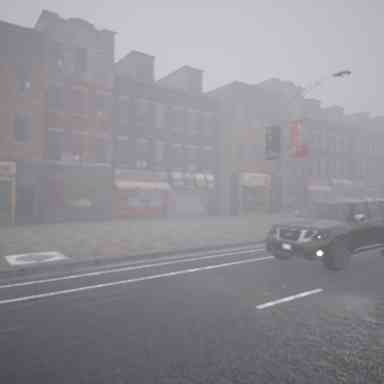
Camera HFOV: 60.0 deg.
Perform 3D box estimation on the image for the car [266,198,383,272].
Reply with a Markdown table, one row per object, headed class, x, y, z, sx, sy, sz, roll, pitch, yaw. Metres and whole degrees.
| class | x | y | z | sx | sy | sz | roll | pitch | yaw |
| --- | --- | --- | --- | --- | --- | --- | --- | --- | --- |
| car | 4.992 | 1.229 | 11.240 | 5.566 | 2.045 | 2.150 | 0 | 0 | -36 |
